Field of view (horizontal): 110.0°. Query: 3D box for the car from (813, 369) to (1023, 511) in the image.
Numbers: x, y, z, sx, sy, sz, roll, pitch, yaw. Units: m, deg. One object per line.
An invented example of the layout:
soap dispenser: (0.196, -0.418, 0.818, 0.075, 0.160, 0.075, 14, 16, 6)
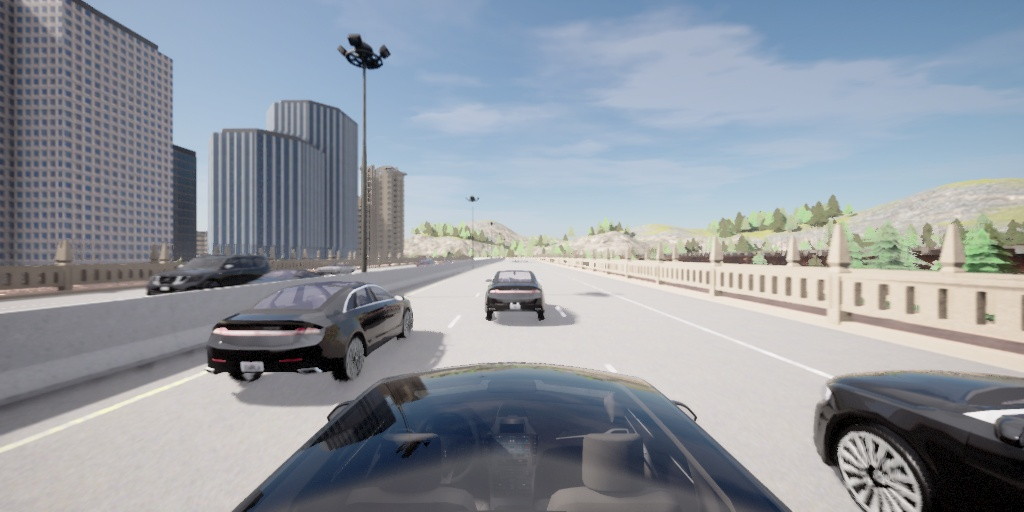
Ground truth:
car: (3.586, 1.241, 1.176, 2.128, 1.511, 4.902, 0, 0, 0)

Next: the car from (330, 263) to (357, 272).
car: (-17.598, 1.338, 36.194, 1.895, 1.301, 4.718, 0, 0, 0)

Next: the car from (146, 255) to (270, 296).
car: (-14.101, 0.966, 17.321, 2.150, 2.045, 5.566, 0, 0, 0)

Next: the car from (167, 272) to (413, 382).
car: (-3.406, 1.240, 7.128, 2.128, 1.511, 4.902, 0, 0, 0)

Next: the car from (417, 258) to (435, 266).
car: (-14.062, 1.290, 58.179, 1.994, 1.385, 4.181, 0, 0, 0)

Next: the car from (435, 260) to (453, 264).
car: (-10.555, 1.327, 57.858, 1.895, 1.301, 4.718, 0, 0, 1)

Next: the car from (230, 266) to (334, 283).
car: (-10.600, 1.309, 16.969, 1.994, 1.385, 4.181, 0, 0, 0)

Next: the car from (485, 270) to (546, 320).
car: (0.097, 1.237, 12.634, 2.128, 1.511, 4.902, 0, 0, 0)
